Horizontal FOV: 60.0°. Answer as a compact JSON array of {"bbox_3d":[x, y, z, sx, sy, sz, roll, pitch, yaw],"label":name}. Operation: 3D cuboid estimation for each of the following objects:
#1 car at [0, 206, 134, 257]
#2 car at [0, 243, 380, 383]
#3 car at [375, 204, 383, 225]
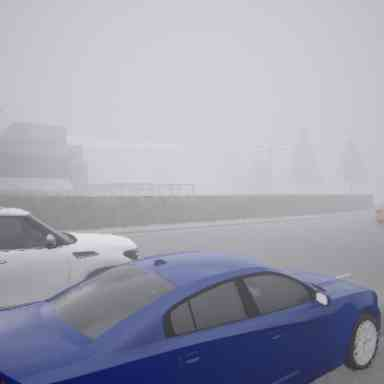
[{"bbox_3d":[-3.496,1.221,5.551,5.566,2.045,2.150,0,0,-36],"label":"car"},{"bbox_3d":[0.330,1.477,3.982,5.008,1.535,1.882,0,0,-36],"label":"car"},{"bbox_3d":[14.411,1.477,22.629,5.008,1.535,1.882,0,0,-36],"label":"car"}]
